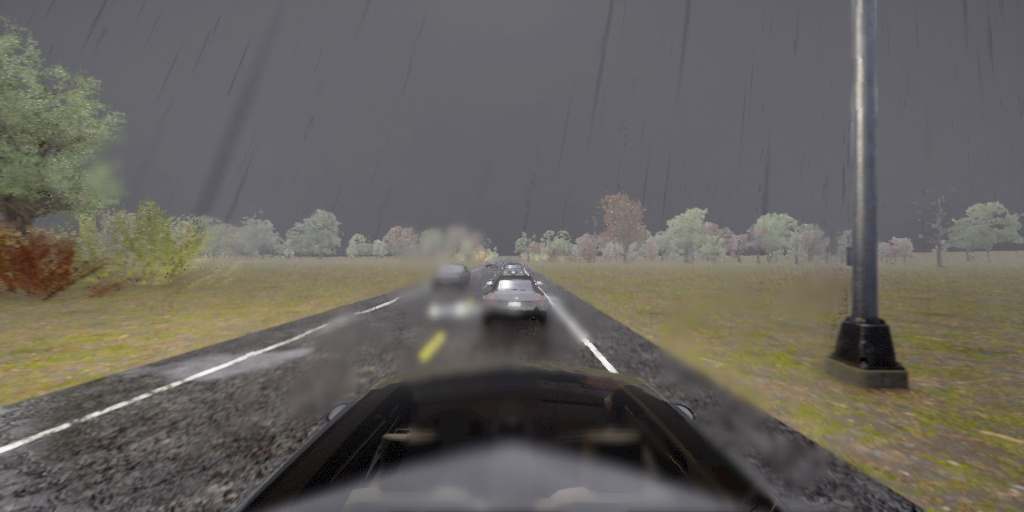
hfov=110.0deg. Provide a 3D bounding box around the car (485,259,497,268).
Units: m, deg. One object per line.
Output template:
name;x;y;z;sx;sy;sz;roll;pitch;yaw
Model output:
car;-3.531;1.274;61.369;1.837;1.490;4.892;0;0;1

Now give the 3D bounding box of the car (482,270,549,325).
car;0.100;1.318;11.849;1.994;1.385;4.181;0;0;0

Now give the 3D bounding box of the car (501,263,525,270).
car;0.101;1.307;29.850;2.033;1.411;5.357;0;0;0

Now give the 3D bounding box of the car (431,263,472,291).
car;-3.598;1.235;22.010;1.882;1.535;5.008;0;0;0
